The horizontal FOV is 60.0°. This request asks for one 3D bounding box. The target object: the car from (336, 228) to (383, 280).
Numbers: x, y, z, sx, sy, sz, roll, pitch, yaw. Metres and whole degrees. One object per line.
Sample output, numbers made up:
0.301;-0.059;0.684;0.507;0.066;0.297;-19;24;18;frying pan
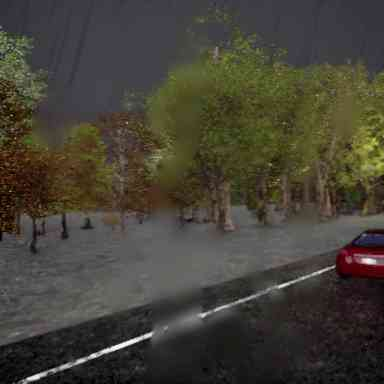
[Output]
6.012;1.783;10.056;4.181;1.385;1.994;1;-3;-45;car
